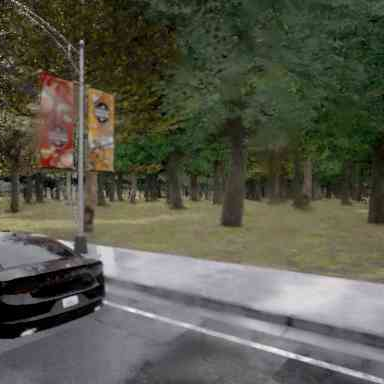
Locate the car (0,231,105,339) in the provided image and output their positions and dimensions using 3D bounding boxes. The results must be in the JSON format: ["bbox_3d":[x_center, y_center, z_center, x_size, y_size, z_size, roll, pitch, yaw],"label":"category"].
[{"bbox_3d":[-3.824,1.506,6.413,5.008,1.535,1.882,-1,0,36],"label":"car"}]
